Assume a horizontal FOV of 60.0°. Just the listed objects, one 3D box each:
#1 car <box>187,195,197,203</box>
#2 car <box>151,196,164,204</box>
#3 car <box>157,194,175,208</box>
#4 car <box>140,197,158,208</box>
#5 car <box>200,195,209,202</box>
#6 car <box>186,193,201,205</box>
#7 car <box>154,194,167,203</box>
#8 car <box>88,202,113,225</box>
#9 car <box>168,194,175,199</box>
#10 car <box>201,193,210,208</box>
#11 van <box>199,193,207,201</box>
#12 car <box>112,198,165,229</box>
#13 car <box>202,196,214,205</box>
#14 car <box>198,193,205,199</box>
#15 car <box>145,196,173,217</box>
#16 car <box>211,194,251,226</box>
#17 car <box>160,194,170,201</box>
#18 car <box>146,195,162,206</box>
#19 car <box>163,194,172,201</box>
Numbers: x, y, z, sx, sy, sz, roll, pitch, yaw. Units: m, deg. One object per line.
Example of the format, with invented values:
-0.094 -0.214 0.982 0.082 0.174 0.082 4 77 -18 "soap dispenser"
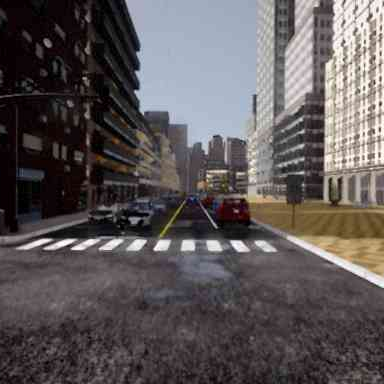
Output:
-0.027 1.302 62.641 1.837 1.490 4.892 0 0 0 "car"
-5.722 1.346 55.605 1.802 1.307 4.206 0 0 0 "car"
-3.107 1.297 40.654 1.882 1.535 5.008 0 0 0 "car"
-5.714 1.333 44.550 1.887 1.381 4.507 0 0 0 "car"
2.648 1.327 72.360 1.752 1.417 4.829 0 0 0 "car"
0.077 1.172 52.746 2.097 1.767 4.553 0 0 0 "car"
-5.725 1.192 61.131 1.967 1.590 4.097 0 0 0 "car"
-5.699 1.397 22.445 2.008 1.369 4.403 0 0 0 "car"
-5.747 1.244 94.291 1.887 1.381 4.507 0 0 0 "car"
2.667 1.175 44.555 2.192 1.841 5.009 0 0 0 "car"
2.645 1.134 77.715 1.690 1.788 3.998 0 0 0 "van"
-3.104 1.367 20.319 2.128 1.511 4.902 0 0 0 "car"
2.659 1.380 55.610 1.887 1.381 4.507 0 0 0 "car"
2.634 1.211 94.295 1.967 1.590 4.097 0 0 0 "car"
-3.112 1.394 30.175 2.033 1.411 5.357 0 0 0 "car"
2.681 1.233 22.450 2.192 1.841 5.009 0 0 0 "car"
-5.731 1.256 72.014 1.752 1.417 4.829 0 0 0 "car"
-5.717 1.216 50.077 1.967 1.590 4.097 0 0 0 "car"
-5.735 1.266 77.710 1.887 1.381 4.507 0 0 0 "car"
